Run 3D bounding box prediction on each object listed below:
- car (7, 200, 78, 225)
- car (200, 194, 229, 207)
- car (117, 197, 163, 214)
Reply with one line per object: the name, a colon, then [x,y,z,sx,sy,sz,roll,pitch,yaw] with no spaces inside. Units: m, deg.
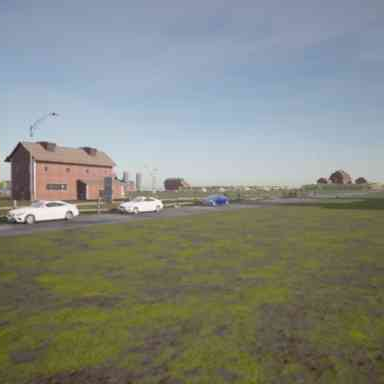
car: [-10.007,1.302,22.655,1.812,1.442,4.674,1,1,35]
car: [2.838,0.979,40.422,1.812,1.442,4.674,1,1,36]
car: [-4.599,1.167,30.170,1.812,1.442,4.674,1,1,36]
